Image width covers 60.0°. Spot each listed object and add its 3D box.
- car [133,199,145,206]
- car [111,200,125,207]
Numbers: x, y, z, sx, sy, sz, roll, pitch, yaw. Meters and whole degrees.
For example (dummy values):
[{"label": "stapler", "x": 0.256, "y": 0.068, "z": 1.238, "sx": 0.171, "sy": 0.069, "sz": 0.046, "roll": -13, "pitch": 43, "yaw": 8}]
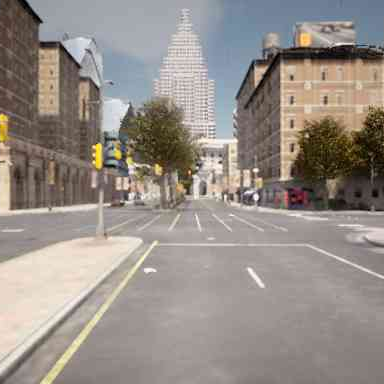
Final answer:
[{"label": "car", "x": -11.535, "y": 2.314, "z": 72.844, "sx": 2.033, "sy": 1.411, "sz": 5.357, "roll": 0, "pitch": -1, "yaw": 0}, {"label": "car", "x": -14.781, "y": 2.299, "z": 66.299, "sx": 1.895, "sy": 1.301, "sz": 4.718, "roll": 0, "pitch": -1, "yaw": 0}]
